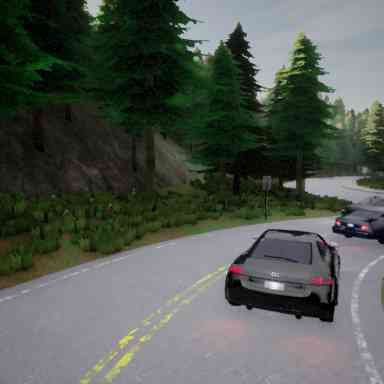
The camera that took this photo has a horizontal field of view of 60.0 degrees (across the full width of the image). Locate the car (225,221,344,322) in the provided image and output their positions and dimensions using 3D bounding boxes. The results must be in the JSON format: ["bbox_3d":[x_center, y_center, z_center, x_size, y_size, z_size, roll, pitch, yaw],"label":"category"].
[{"bbox_3d":[2.213,1.532,7.443,1.994,1.385,4.181,2,2,24],"label":"car"}]

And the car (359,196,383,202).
[{"bbox_3d":[11.632,1.001,20.726,5.357,1.411,2.033,-2,5,-31],"label":"car"}]

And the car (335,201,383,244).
[{"bbox_3d":[8.598,1.372,14.965,5.357,1.411,2.033,-1,5,-33],"label":"car"}]
